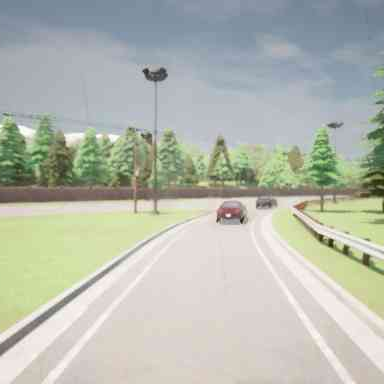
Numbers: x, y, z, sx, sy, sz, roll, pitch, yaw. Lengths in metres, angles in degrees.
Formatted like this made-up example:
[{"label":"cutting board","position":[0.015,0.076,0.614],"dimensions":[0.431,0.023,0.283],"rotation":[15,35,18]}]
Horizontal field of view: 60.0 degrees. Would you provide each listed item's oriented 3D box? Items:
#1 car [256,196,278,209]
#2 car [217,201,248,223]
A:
[{"label":"car","position":[9.175,1.173,40.629],"dimensions":[2.128,1.511,4.902],"rotation":[0,0,26]},{"label":"car","position":[2.911,1.336,23.784],"dimensions":[1.812,1.442,4.674],"rotation":[0,0,14]}]
